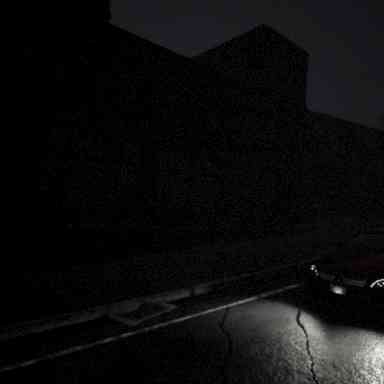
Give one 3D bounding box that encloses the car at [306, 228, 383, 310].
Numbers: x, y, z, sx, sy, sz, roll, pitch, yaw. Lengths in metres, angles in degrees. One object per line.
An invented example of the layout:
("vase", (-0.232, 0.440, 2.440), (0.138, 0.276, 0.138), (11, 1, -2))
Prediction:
("car", (4.560, 1.606, 7.724), (4.674, 1.442, 1.812), (1, 0, -39))
